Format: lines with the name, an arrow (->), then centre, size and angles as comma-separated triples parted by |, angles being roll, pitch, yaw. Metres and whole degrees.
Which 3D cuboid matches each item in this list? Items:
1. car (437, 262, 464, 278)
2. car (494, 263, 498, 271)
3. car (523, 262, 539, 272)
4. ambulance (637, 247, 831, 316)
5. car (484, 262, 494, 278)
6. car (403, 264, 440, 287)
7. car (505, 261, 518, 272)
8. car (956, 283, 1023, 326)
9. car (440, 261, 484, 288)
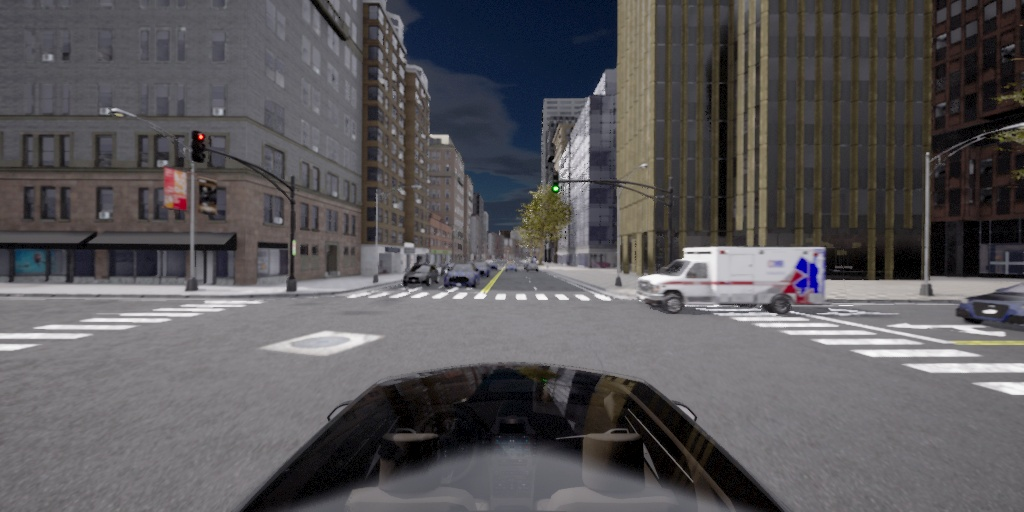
car -> -6.645, 1.499, 39.538 | 2.128, 1.511, 4.902 | 0, -1, 0
car -> -3.349, 1.799, 60.311 | 1.895, 1.301, 4.718 | 0, 0, 0
car -> 3.166, 1.763, 56.038 | 2.033, 1.411, 5.357 | 0, 0, 0
ambulance -> 8.181, 0.893, 13.769 | 6.366, 2.431, 2.351 | 0, 0, -1
car -> -3.392, 1.372, 38.120 | 2.097, 1.767, 4.553 | 0, 0, 0
car -> -6.626, 1.401, 26.578 | 1.837, 1.490, 4.892 | 0, 0, 0
car -> -0.084, 1.738, 56.033 | 2.033, 1.411, 5.357 | 0, 0, 0
car -> 16.278, 1.495, 10.814 | 4.181, 1.385, 1.994 | 0, 0, -3
car -> -3.374, 1.264, 25.023 | 2.097, 1.767, 4.553 | 0, -1, 0
